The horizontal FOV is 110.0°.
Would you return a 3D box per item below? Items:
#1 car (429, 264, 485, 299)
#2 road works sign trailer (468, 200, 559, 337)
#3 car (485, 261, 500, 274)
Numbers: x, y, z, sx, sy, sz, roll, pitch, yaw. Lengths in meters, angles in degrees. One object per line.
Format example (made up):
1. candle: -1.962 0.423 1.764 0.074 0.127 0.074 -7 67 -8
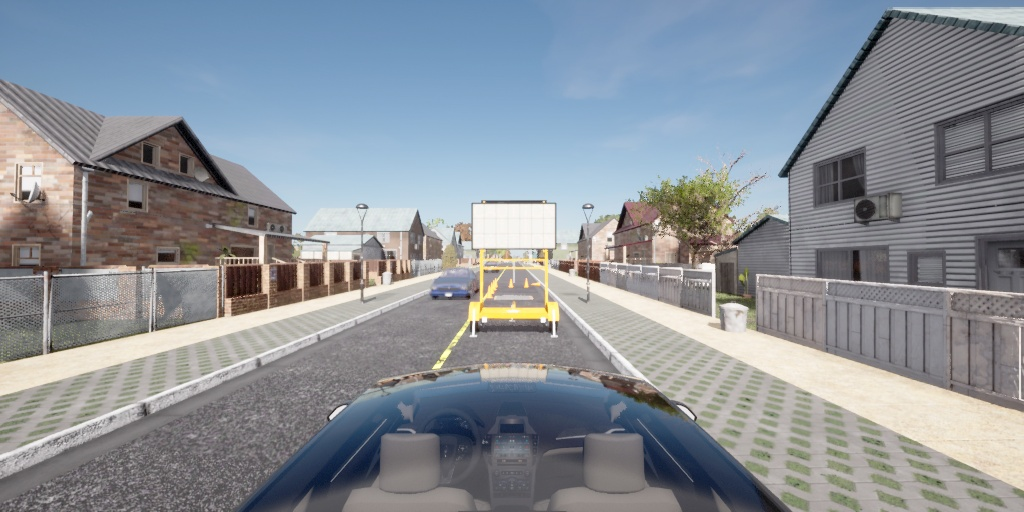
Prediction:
1. car: -2.767 1.313 18.323 2.033 1.411 5.357 0 0 0
2. road works sign trailer: 0.057 0.220 10.260 2.380 3.560 2.880 0 0 1
3. car: -2.546 1.323 43.756 2.128 1.511 4.902 0 0 0
